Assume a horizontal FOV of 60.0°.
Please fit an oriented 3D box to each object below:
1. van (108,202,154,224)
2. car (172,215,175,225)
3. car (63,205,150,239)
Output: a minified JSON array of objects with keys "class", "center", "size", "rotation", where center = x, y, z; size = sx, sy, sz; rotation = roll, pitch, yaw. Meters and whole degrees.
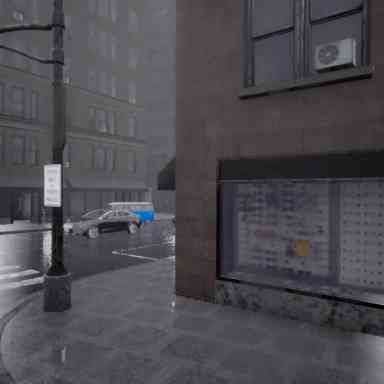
[{"class":"van","center":[-4.507,1.636,24.169],"size":[1.690,1.788,3.998],"rotation":[-1,-1,35]},{"class":"car","center":[0.258,1.947,26.451],"size":[1.994,1.385,4.181],"rotation":[0,-1,35]},{"class":"car","center":[-4.995,1.726,18.987],"size":[2.128,1.511,4.902],"rotation":[0,-1,35]}]
